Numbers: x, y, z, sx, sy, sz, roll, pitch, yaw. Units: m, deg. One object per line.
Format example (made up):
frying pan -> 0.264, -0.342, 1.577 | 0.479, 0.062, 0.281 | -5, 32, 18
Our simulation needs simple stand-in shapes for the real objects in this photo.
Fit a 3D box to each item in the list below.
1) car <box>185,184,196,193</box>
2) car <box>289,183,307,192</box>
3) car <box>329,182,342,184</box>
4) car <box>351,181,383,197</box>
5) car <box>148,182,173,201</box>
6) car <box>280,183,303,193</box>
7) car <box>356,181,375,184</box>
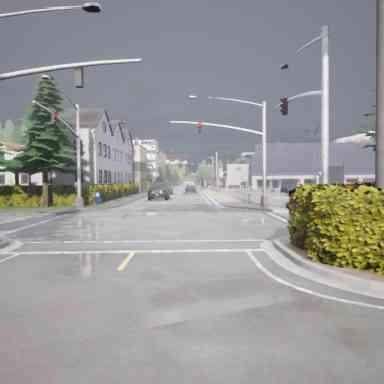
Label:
car -> -0.233, -0.596, 58.710 | 2.128, 1.511, 4.902 | -1, 2, 0
car -> 18.829, -0.883, 59.171 | 1.970, 1.475, 3.806 | -1, 2, -1
car -> 25.243, -1.043, 59.531 | 2.152, 1.636, 5.027 | -1, 2, -1
car -> 22.216, -0.466, 42.137 | 1.932, 1.855, 4.605 | -1, 2, -1
car -> -3.761, -0.122, 38.286 | 2.150, 2.045, 5.566 | -1, 2, 0
car -> 15.213, -0.535, 52.107 | 2.007, 1.523, 4.514 | -1, 2, -1
car -> 18.980, -0.180, 34.253 | 1.905, 1.878, 3.866 | -1, 2, -1
